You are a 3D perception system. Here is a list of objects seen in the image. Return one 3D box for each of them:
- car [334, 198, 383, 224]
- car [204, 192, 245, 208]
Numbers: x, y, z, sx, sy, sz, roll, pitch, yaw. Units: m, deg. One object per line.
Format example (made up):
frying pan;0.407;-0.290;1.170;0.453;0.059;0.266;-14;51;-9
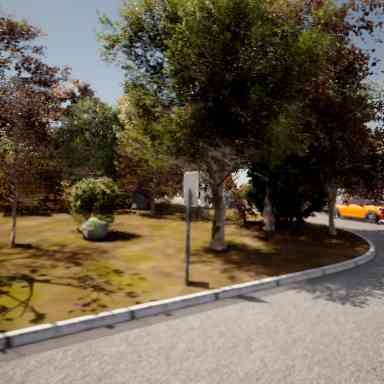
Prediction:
car;12.282;1.211;24.203;2.097;1.767;4.553;2;1;-26
car;3.058;0.725;32.038;1.837;1.490;4.892;2;1;-35
